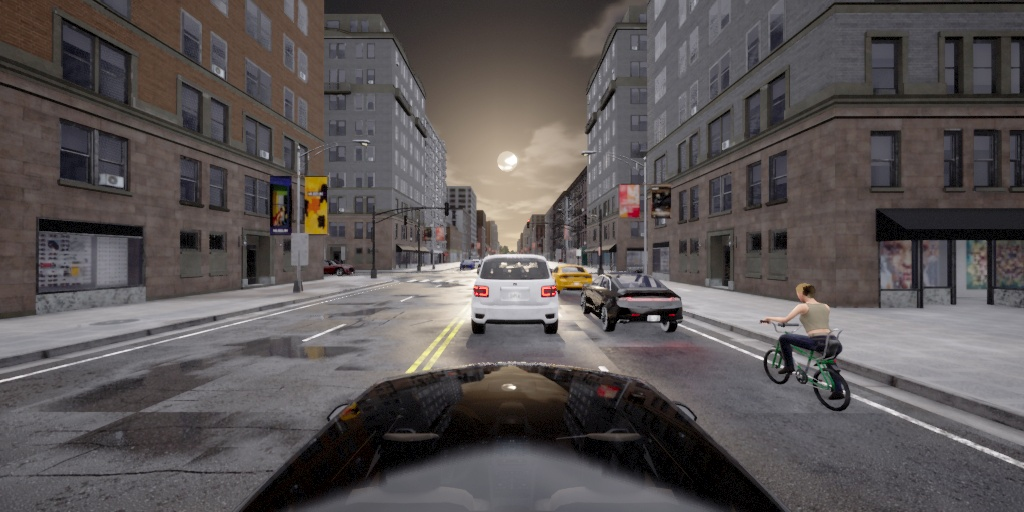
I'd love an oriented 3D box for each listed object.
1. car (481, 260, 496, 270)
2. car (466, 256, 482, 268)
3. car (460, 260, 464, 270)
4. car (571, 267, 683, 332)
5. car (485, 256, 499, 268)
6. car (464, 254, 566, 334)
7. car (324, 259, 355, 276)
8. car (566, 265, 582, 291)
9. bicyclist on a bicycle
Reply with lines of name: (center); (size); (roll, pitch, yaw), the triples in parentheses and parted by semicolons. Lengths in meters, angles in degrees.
car: (-3.442, 1.334, 53.072); (1.994, 1.385, 4.181); (0, 0, 0)
car: (-6.688, 0.995, 64.027); (2.150, 2.045, 5.566); (0, 0, 0)
car: (-6.700, 1.248, 54.082); (1.882, 1.535, 5.008); (0, 0, 0)
car: (3.323, 1.243, 10.811); (2.128, 1.511, 4.902); (0, 0, 0)
car: (-3.446, 0.995, 62.413); (2.150, 2.045, 5.566); (0, 0, 0)
car: (0.079, 0.973, 10.740); (2.150, 2.045, 5.566); (0, 0, 0)
car: (-18.173, 1.090, 35.823); (4.553, 1.767, 2.097); (0, 0, 0)
car: (3.212, 1.232, 20.301); (1.882, 1.535, 5.008); (0, 0, 0)
bicyclist on a bicycle: (4.129, 1.187, 5.123); (0.866, 1.612, 1.509); (0, 0, 0)
